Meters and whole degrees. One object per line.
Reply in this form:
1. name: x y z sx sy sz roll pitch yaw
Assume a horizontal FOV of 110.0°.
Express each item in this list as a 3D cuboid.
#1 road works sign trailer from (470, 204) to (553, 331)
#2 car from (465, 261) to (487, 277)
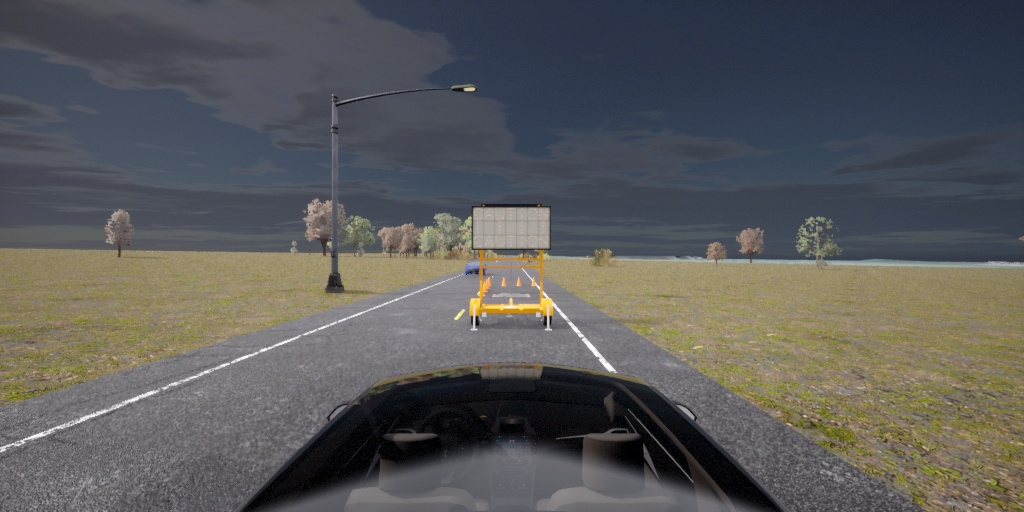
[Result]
1. road works sign trailer: -0.023 0.215 11.023 2.380 3.560 2.880 0 0 0
2. car: -3.586 1.230 36.112 1.882 1.535 5.008 0 0 0
